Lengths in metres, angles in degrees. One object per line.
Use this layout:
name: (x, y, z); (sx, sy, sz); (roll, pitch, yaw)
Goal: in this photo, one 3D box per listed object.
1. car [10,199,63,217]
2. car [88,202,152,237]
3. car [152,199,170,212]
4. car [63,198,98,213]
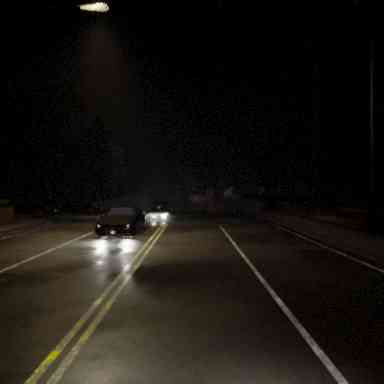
car: (-14.038, 1.326, 28.296); (4.902, 1.511, 2.128); (0, 0, 0)
car: (-3.607, 1.442, 17.790); (2.033, 1.411, 5.357); (0, 0, 0)
car: (-3.596, 1.524, 38.616); (2.128, 1.511, 4.902); (0, -2, 0)
car: (-11.059, 1.363, 32.008); (4.674, 1.442, 1.812); (1, 0, -3)
